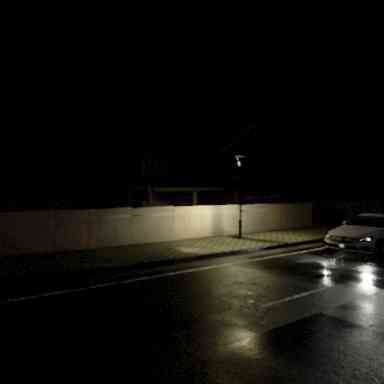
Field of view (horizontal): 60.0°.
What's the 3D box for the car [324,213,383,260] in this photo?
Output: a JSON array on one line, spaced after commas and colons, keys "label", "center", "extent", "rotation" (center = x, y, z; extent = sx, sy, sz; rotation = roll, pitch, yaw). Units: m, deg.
[{"label": "car", "center": [6.970, 1.531, 12.617], "extent": [4.674, 1.442, 1.812], "rotation": [0, 0, -35]}]
